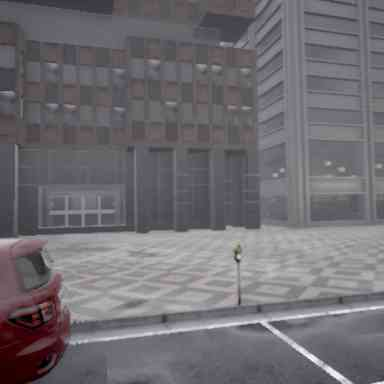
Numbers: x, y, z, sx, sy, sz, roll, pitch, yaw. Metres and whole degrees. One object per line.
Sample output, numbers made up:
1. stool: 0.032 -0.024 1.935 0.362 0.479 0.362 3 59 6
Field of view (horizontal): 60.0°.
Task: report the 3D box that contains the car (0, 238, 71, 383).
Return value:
1. car: -3.993 1.528 3.737 5.009 1.841 2.192 0 -3 -15
